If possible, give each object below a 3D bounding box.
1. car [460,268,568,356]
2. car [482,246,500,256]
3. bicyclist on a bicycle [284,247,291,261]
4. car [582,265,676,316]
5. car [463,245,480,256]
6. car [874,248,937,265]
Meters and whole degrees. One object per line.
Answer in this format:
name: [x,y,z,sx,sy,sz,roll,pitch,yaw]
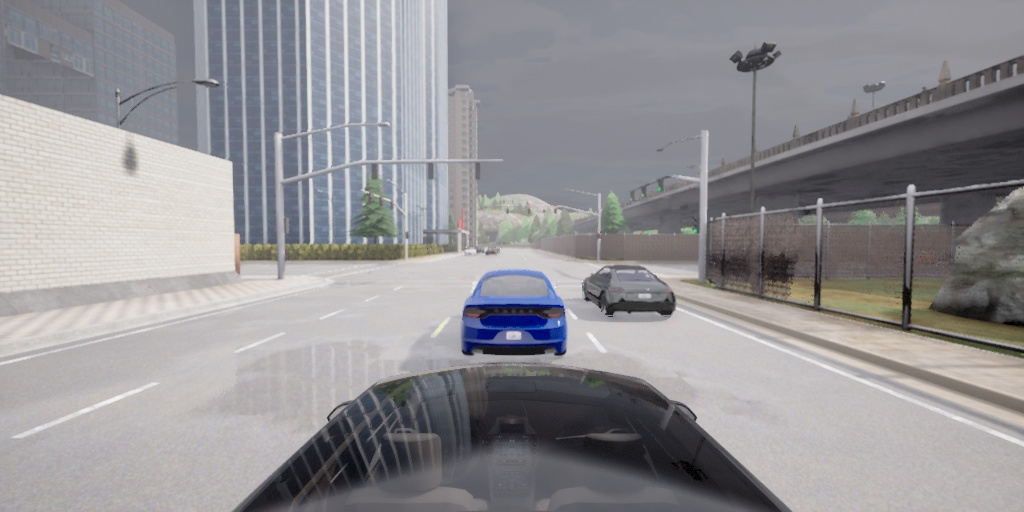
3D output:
car: [0.053,1.010,8.073,1.882,1.535,5.008,0,2,1]
car: [-3.534,-0.678,61.042,1.895,1.301,4.718,0,2,1]
bicyclist on a bicycle: [-25.300,-0.210,40.173,0.582,1.620,1.656,0,2,0]
car: [3.575,0.974,11.632,1.994,1.385,4.181,0,2,0]
car: [-7.036,-0.757,61.153,1.812,1.442,4.674,0,2,1]
car: [38.893,0.003,35.514,4.553,1.767,2.097,0,2,0]
